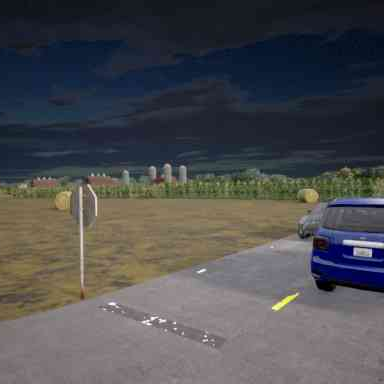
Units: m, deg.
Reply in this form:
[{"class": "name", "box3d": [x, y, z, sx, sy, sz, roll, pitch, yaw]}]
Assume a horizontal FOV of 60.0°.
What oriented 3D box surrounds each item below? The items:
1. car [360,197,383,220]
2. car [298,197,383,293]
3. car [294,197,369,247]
[{"class": "car", "box3d": [14.286, 1.204, 25.353, 1.812, 1.442, 4.674, 0, 1, 37]}, {"class": "car", "box3d": [4.636, 1.130, 8.000, 2.150, 2.045, 5.566, 0, 1, 37]}, {"class": "car", "box3d": [6.491, 1.175, 15.138, 2.097, 1.767, 4.553, 0, 1, 37]}]
